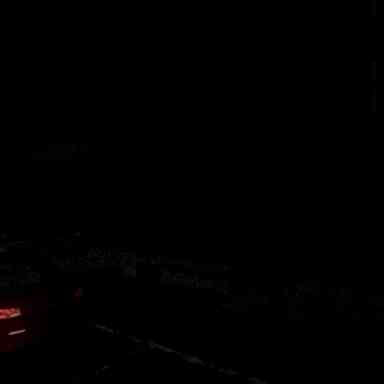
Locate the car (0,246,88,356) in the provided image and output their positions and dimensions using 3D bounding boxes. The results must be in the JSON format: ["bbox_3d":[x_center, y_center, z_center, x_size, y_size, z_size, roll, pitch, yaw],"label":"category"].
[{"bbox_3d":[-3.476,1.585,5.532,4.206,1.307,1.802,0,0,35],"label":"car"}]
